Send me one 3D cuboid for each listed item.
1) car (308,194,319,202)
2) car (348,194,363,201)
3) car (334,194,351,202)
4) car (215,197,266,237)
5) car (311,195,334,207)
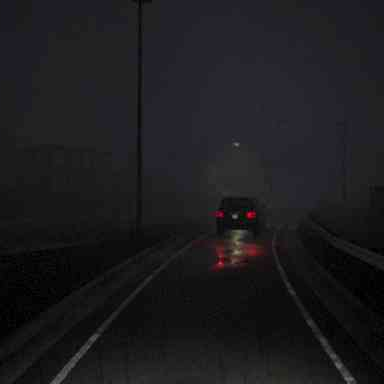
[{"bbox_3d":[32.247,1.829,88.232,1.812,1.442,4.674,0,0,35],"label":"car"},{"bbox_3d":[41.043,1.864,82.482,2.033,1.411,5.357,0,0,35],"label":"car"},{"bbox_3d":[37.933,1.672,84.149,2.097,1.767,4.553,0,0,35],"label":"car"},{"bbox_3d":[2.836,1.272,18.568,2.150,2.045,5.566,0,0,17],"label":"car"},{"bbox_3d":[21.543,1.721,54.868,1.812,1.442,4.674,0,0,35],"label":"car"}]
